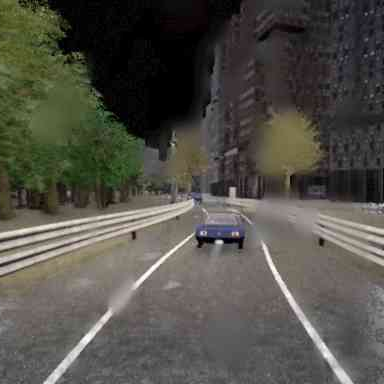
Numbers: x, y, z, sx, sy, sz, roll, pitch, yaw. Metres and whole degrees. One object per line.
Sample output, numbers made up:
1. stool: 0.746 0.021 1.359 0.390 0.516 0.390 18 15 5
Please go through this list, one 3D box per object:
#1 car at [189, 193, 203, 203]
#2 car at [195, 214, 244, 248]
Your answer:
1. car: 0.698 1.158 69.756 2.150 2.045 5.566 0 0 -12
2. car: 1.353 1.609 14.815 1.895 1.301 4.718 0 0 8
